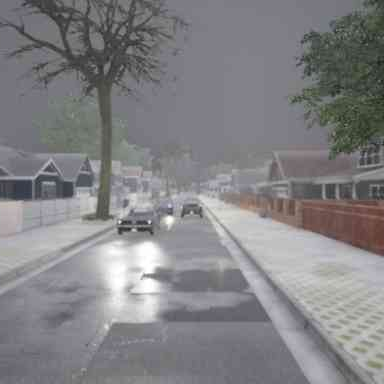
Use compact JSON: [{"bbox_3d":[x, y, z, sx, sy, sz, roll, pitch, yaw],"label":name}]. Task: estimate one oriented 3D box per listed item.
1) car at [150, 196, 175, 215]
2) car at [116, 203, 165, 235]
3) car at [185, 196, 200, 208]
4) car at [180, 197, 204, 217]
[{"bbox_3d":[-2.764,1.193,31.210,2.097,1.767,4.553,0,0,0],"label":"car"},{"bbox_3d":[-2.756,1.510,18.111,1.895,1.301,4.718,0,0,0],"label":"car"},{"bbox_3d":[0.052,1.331,44.995,1.994,1.385,4.181,0,0,0],"label":"car"},{"bbox_3d":[0.007,1.359,28.997,1.837,1.490,4.892,0,1,0],"label":"car"}]
